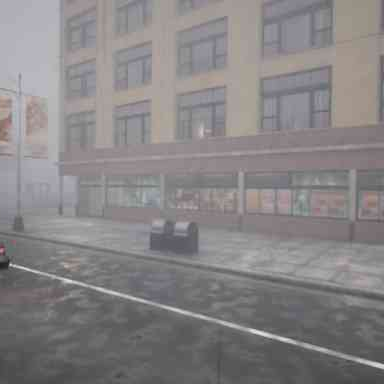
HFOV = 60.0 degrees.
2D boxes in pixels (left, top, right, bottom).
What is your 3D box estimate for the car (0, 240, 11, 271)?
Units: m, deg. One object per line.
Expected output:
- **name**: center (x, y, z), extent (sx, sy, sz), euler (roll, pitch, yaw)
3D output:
- **car**: center (-6.828, 1.380, 8.626), extent (5.357, 1.411, 2.033), euler (1, 1, 35)
